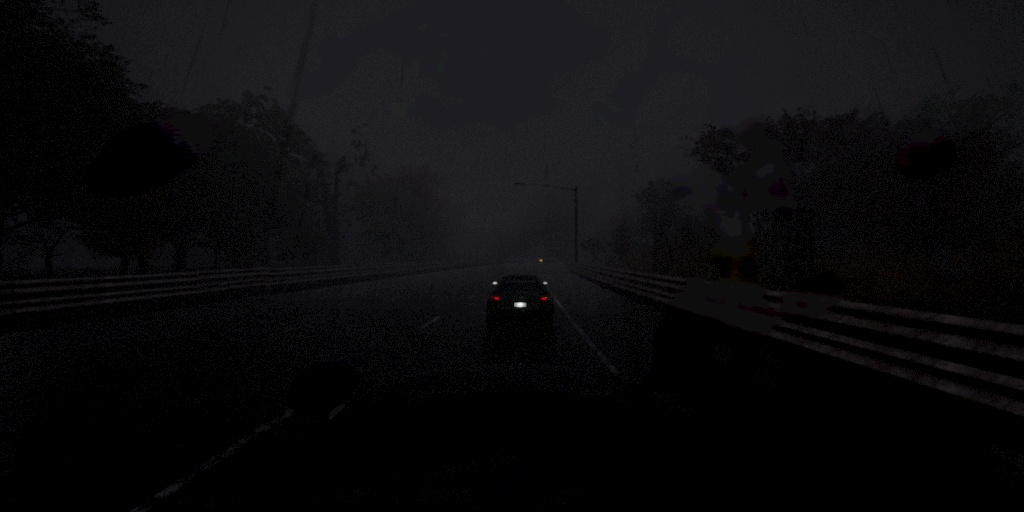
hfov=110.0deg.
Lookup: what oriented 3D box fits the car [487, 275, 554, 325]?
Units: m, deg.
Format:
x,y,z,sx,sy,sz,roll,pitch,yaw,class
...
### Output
x,y,z,sx,sy,sz,roll,pitch,yaw,class
0.272,1.319,11.904,1.994,1.385,4.181,0,0,1,car
